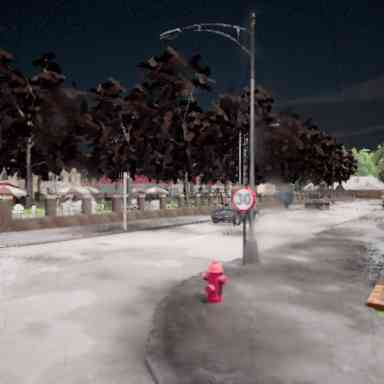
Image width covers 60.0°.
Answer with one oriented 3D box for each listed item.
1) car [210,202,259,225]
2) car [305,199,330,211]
[{"bbox_3d":[3.123,1.426,23.506,1.837,1.490,4.892,1,1,36],"label":"car"},{"bbox_3d":[15.198,1.524,40.322,1.895,1.301,4.718,1,0,36],"label":"car"}]
